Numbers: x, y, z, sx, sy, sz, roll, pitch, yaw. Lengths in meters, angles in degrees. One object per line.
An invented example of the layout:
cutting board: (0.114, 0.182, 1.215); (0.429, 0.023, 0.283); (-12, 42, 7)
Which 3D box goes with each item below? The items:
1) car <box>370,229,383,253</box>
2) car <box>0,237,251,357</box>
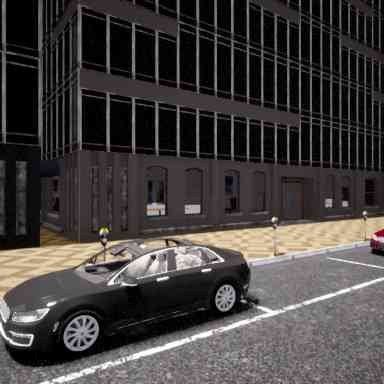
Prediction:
car: (8.403, 1.582, 12.517); (4.206, 1.307, 1.802); (0, 0, -35)
car: (-0.879, 1.551, 5.926); (4.403, 1.369, 2.008); (0, 0, -35)
